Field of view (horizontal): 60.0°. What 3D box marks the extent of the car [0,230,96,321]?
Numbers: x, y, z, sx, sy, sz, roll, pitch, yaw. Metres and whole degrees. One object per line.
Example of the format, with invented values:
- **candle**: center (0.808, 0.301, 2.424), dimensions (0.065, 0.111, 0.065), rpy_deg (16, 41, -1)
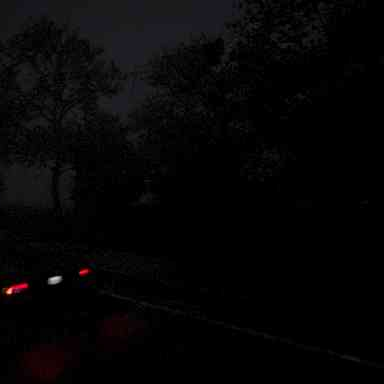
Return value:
- **car**: center (-4.369, 1.548, 7.105), dimensions (5.357, 1.411, 2.033), rpy_deg (0, 0, 35)
